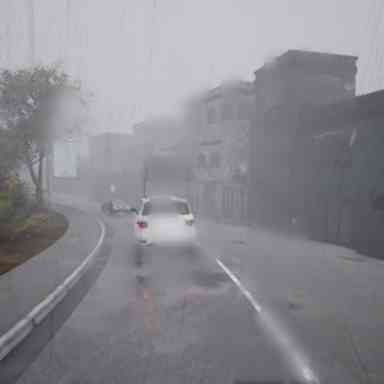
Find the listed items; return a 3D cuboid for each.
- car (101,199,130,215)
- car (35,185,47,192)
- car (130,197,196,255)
[{"bbox_3d":[-7.505,1.360,32.321,2.033,1.411,5.357,-2,2,-27],"label":"car"},{"bbox_3d":[-31.217,-0.724,68.845,1.994,1.385,4.181,-3,6,-33],"label":"car"},{"bbox_3d":[-1.276,1.197,13.489,2.150,2.045,5.566,-1,1,-10],"label":"car"}]
